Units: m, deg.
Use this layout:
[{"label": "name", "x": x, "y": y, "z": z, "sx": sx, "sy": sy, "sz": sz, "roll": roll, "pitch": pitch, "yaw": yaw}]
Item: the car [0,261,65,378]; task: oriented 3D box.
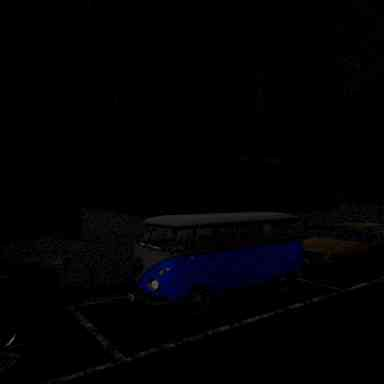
[{"label": "car", "x": -3.799, "y": 1.566, "z": 3.942, "sx": 4.313, "sy": 1.339, "sz": 1.947, "roll": 0, "pitch": 0, "yaw": -35}]

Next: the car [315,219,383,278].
[{"label": "car", "x": 4.917, "y": 1.525, "z": 10.158, "sx": 4.829, "sy": 1.417, "sz": 1.752, "roll": 0, "pitch": 0, "yaw": -35}]

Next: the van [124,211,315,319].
[{"label": "van", "x": 0.628, "y": 1.341, "z": 7.099, "sx": 3.998, "sy": 1.788, "sz": 1.690, "roll": 0, "pitch": 0, "yaw": -35}]
